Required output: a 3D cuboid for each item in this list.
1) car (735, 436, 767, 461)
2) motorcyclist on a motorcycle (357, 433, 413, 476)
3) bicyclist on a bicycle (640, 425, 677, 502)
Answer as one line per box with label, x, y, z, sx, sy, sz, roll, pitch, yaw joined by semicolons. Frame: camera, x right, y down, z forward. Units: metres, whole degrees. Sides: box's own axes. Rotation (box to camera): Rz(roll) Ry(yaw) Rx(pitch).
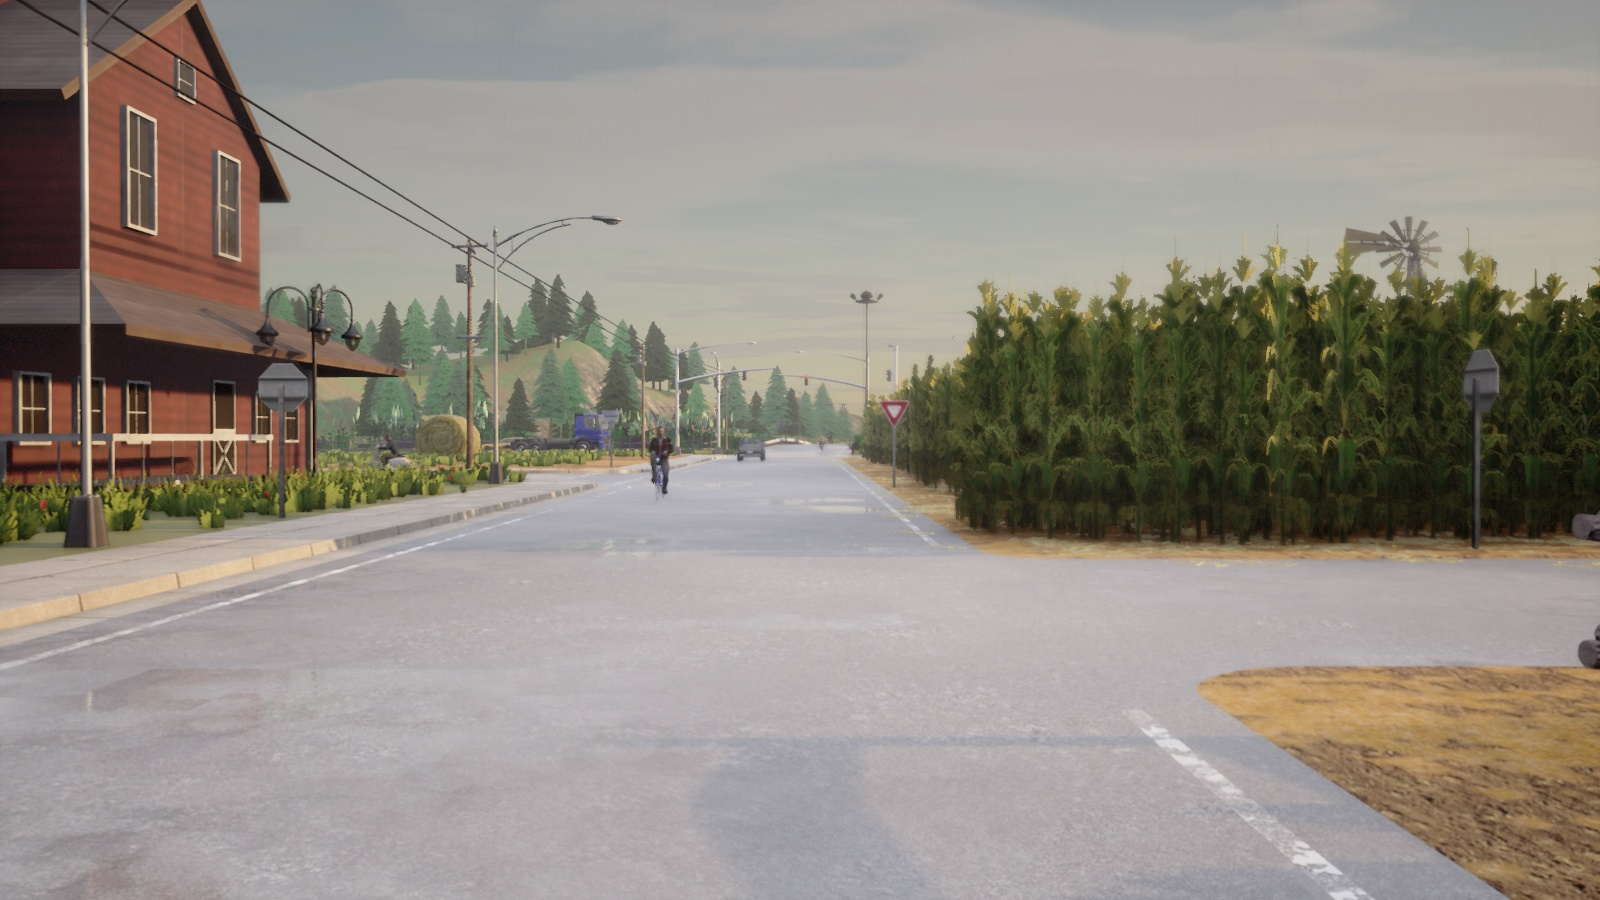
car;-3.063;-0.099;78.907;1.789;1.549;3.705;0;1;0
motorcyclist on a motorcycle;-15.646;0.167;47.403;1.817;1.590;0.866;0;1;-1
bicyclist on a bicycle;-3.327;0.305;29.659;0.659;1.776;1.843;0;0;0
